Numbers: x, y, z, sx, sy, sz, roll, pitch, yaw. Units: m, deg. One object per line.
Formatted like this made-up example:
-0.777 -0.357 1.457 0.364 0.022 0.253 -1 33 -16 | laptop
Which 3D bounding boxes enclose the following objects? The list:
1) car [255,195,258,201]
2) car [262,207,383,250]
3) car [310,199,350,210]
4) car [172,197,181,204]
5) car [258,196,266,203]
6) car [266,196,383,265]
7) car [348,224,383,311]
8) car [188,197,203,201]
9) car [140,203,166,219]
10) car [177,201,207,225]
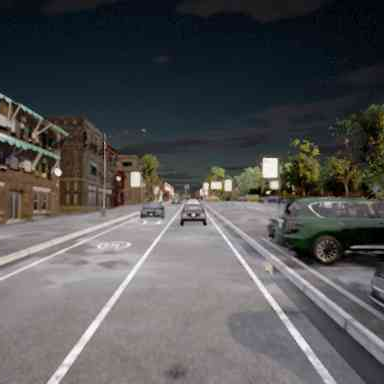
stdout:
18.681 1.892 82.365 4.674 1.452 2.002 0 0 0 | car
5.591 1.458 13.921 4.892 1.521 2.231 0 0 0 | car
18.696 1.669 45.161 4.674 1.452 2.002 0 0 0 | car
-3.254 1.833 70.311 2.128 1.511 4.902 0 0 0 | car
18.752 1.706 79.196 4.553 1.767 2.185 0 0 0 | car
5.625 1.201 11.120 5.566 2.045 2.435 0 0 0 | car
5.601 1.453 5.516 4.892 1.521 2.231 0 0 0 | car
0.107 1.674 40.965 1.812 1.442 4.674 0 0 0 | car
-3.349 1.639 29.330 1.994 1.385 4.181 0 0 0 | car
0.098 1.591 24.379 2.033 1.411 5.357 0 0 0 | car
